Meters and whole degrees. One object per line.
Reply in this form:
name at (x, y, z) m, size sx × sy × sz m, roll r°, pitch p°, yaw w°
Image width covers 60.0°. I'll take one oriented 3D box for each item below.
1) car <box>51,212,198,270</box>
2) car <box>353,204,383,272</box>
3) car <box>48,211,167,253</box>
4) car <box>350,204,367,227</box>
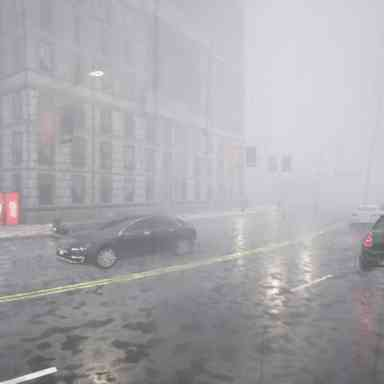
car at (-1.961, 1.495, 11.200) m, size 4.892 × 1.490 × 1.837 m, roll 0°, pitch 1°, yaw -43°
car at (6.734, 1.350, 10.020) m, size 2.097 × 1.767 × 4.553 m, roll 0°, pitch 0°, yaw 42°
car at (-3.505, 1.588, 14.464) m, size 4.718 × 1.301 × 1.895 m, roll 0°, pitch 0°, yaw -45°
car at (11.518, 1.515, 21.518) m, size 1.812 × 1.442 × 4.674 m, roll 0°, pitch 0°, yaw 37°
